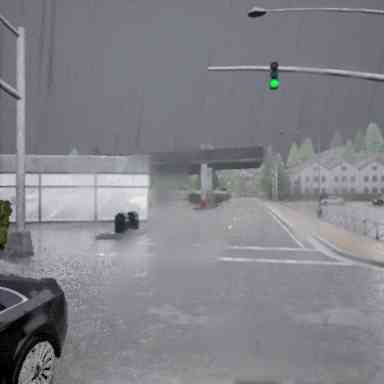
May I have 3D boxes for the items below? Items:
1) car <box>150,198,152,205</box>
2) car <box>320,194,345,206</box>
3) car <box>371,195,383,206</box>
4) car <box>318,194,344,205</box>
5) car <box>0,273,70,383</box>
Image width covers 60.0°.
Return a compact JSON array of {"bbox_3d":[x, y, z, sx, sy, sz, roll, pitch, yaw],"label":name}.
[{"bbox_3d":[-9.275,1.767,64.202,2.242,1.667,4.611,0,0,10],"label":"car"},{"bbox_3d":[22.979,1.536,54.744,3.806,1.475,1.970,0,0,10],"label":"car"},{"bbox_3d":[31.342,1.248,53.350,4.605,1.855,1.932,0,0,10],"label":"car"},{"bbox_3d":[24.143,1.262,57.919,3.866,1.878,1.905,0,0,10],"label":"car"},{"bbox_3d":[-2.769,1.507,2.311,2.128,1.511,4.902,0,0,10],"label":"car"}]
